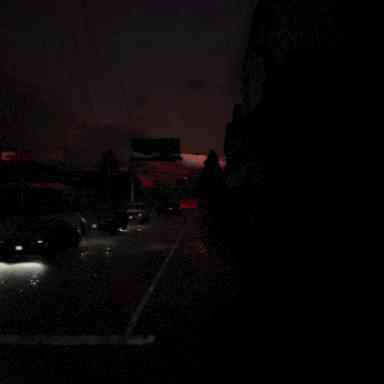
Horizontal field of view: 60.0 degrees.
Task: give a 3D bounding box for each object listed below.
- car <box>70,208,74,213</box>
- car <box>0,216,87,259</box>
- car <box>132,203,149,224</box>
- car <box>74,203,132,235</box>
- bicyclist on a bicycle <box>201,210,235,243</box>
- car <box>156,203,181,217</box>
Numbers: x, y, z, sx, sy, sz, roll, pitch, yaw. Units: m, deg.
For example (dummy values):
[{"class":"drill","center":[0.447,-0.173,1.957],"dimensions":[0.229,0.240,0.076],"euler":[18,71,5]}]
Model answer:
[{"class":"car","center":[-23.604,3.618,71.275],"dimensions":[4.611,1.667,2.242],"euler":[0,-2,1]},{"class":"car","center":[-6.265,1.906,14.082],"dimensions":[1.994,1.385,4.181],"euler":[0,-2,1]},{"class":"car","center":[-5.768,2.137,34.269],"dimensions":[2.150,2.045,5.566],"euler":[0,-2,1]},{"class":"car","center":[-6.058,1.832,23.554],"dimensions":[2.150,2.045,5.566],"euler":[0,-2,1]},{"class":"bicyclist on a bicycle","center":[1.266,1.712,16.237],"dimensions":[1.656,1.620,0.582],"euler":[0,-2,1]},{"class":"car","center":[-3.550,2.688,50.764],"dimensions":[2.150,2.045,5.566],"euler":[2,-3,-27]}]
